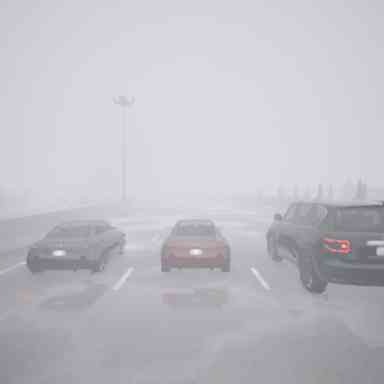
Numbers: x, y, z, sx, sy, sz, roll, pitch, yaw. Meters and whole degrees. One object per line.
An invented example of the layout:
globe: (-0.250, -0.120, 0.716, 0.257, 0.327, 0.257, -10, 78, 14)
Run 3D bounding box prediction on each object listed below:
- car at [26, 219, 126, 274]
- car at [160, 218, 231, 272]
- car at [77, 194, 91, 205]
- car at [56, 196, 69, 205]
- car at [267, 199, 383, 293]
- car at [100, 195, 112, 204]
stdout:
car: (-3.398, 1.530, 10.508, 1.994, 1.385, 4.181, 0, 0, 0)
car: (0.102, 1.529, 10.703, 1.994, 1.385, 4.181, 0, 0, 0)
car: (-17.654, 1.177, 54.588, 2.097, 1.767, 4.553, 0, 0, -15)
car: (-21.894, 1.345, 56.491, 1.812, 1.442, 4.674, 0, 0, -17)
car: (3.599, 1.193, 8.901, 2.150, 2.045, 5.566, 0, 0, 0)
car: (-14.270, 1.314, 55.510, 2.128, 1.511, 4.902, 0, 0, -15)
